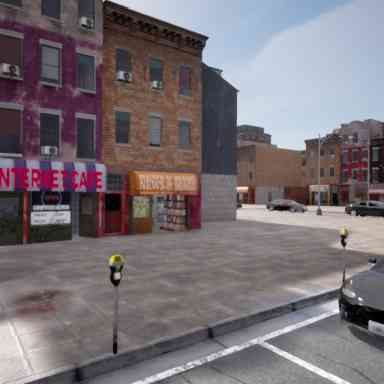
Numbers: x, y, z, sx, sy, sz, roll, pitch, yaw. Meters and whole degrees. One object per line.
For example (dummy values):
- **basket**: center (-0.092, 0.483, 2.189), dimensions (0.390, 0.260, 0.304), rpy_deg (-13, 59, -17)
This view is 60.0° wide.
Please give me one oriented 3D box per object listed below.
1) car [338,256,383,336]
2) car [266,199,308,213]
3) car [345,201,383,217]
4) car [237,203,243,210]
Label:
- **car**: center (4.435, 1.568, 5.954), dimensions (4.313, 1.339, 1.947), rpy_deg (0, 0, -35)
- **car**: center (10.412, 1.549, 36.712), dimensions (2.128, 1.511, 4.902), rpy_deg (1, 0, -35)
- **car**: center (15.889, 1.543, 28.976), dimensions (1.837, 1.490, 4.892), rpy_deg (1, 0, -35)
- **car**: center (4.420, 1.626, 45.162), dimensions (2.033, 1.411, 5.357), rpy_deg (1, 0, -36)
